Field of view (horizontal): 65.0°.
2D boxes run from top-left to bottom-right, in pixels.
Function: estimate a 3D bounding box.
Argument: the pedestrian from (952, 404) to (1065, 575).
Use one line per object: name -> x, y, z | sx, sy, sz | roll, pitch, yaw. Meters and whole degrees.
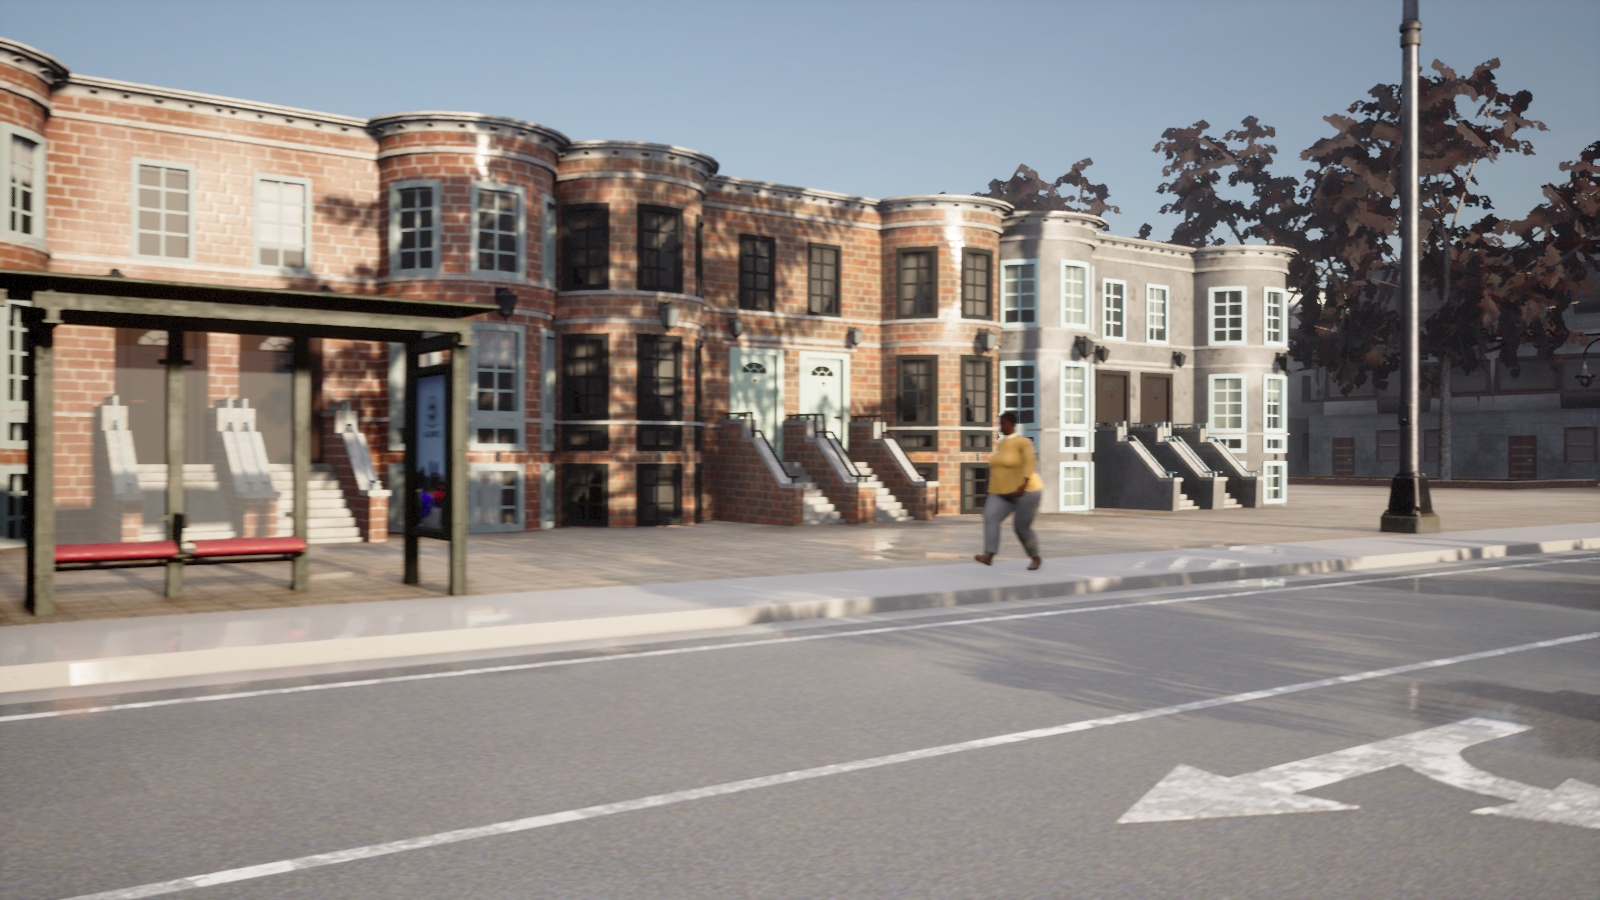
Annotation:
pedestrian -> 2.359, 0.430, 14.204 | 0.900, 1.855, 0.874 | 0, 0, -36
